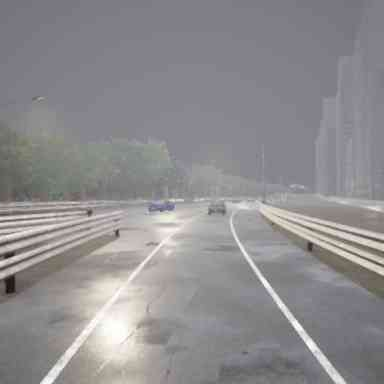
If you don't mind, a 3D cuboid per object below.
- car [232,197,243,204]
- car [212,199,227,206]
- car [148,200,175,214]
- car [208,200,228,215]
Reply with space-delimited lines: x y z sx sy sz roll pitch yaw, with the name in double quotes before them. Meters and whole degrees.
"car" 11.795 2.136 85.930 2.097 1.767 4.553 0 -1 19
"car" 5.565 2.182 67.521 1.895 1.301 4.718 0 -1 19
"car" -3.605 1.752 40.474 1.882 1.535 5.008 0 -1 19
"car" 2.881 1.765 37.043 2.128 1.511 4.902 0 0 9
